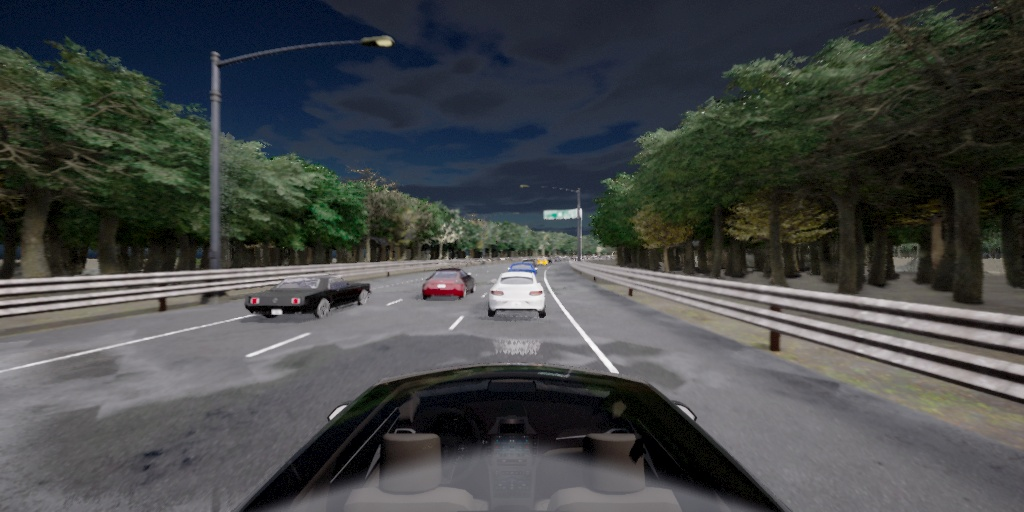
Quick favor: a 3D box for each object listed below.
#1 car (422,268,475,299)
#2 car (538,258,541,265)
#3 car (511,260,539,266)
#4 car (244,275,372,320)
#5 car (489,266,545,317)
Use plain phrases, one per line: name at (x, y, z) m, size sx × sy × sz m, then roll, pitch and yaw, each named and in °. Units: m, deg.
car at (-3.029, 1.294, 17.852) m, size 1.994 × 1.385 × 4.181 m, roll 0°, pitch 0°, yaw 2°
car at (1.932, 1.206, 40.149) m, size 1.837 × 1.490 × 4.892 m, roll 0°, pitch 0°, yaw 6°
car at (0.703, 1.207, 24.500) m, size 1.882 × 1.535 × 5.008 m, roll 0°, pitch 0°, yaw 3°
car at (-6.728, 1.327, 12.584) m, size 1.895 × 1.301 × 4.718 m, roll 0°, pitch 0°, yaw 2°
car at (0.200, 1.268, 13.024) m, size 1.812 × 1.442 × 4.674 m, roll 0°, pitch 0°, yaw 2°
